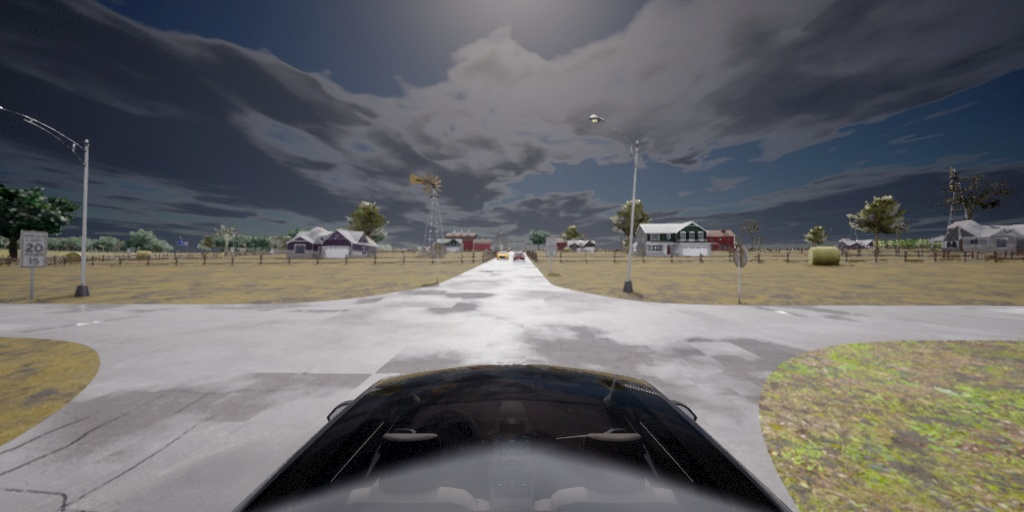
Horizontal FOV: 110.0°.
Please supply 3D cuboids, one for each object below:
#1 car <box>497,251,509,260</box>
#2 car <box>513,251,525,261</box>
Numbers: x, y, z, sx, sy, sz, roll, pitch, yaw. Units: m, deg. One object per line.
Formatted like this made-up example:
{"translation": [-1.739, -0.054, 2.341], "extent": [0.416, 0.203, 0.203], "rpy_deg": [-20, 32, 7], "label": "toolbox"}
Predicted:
{"translation": [-1.536, -0.098, 61.473], "extent": [1.882, 1.535, 5.008], "rpy_deg": [0, 1, 1], "label": "car"}
{"translation": [1.121, 0.136, 56.856], "extent": [1.895, 1.301, 4.718], "rpy_deg": [0, 1, 1], "label": "car"}
